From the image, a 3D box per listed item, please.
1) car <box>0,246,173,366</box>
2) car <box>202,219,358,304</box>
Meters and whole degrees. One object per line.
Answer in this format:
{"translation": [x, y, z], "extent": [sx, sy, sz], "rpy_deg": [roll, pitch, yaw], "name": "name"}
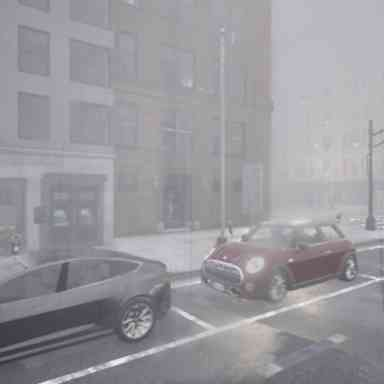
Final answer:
{"translation": [-2.312, 1.566, 4.883], "extent": [4.313, 1.339, 1.947], "rpy_deg": [0, 0, -36], "name": "car"}
{"translation": [2.186, 1.440, 8.091], "extent": [4.097, 1.590, 1.967], "rpy_deg": [0, 0, -36], "name": "car"}
